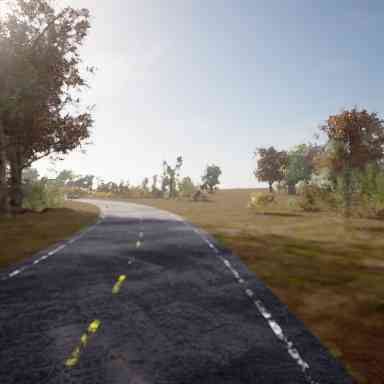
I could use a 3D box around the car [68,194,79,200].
[{"bbox_3d":[-31.213,1.259,87.508,1.994,1.385,4.181,0,0,-37],"label":"car"}]
